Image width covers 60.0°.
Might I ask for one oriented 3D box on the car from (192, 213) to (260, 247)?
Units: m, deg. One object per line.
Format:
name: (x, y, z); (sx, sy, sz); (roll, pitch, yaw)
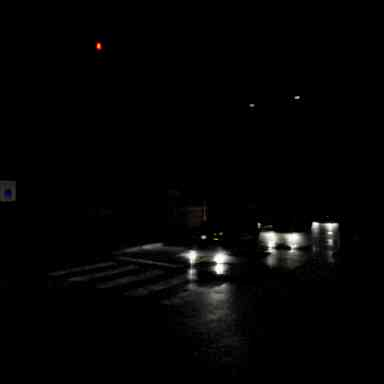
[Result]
car: (1.918, 1.882, 17.292); (1.837, 1.490, 4.892); (0, -1, 35)

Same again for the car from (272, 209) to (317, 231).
car: (7.751, 2.063, 25.557); (1.882, 1.535, 5.008); (0, -1, 35)

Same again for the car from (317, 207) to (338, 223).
car: (14.193, 2.327, 34.666); (1.837, 1.490, 4.892); (0, -2, 35)
